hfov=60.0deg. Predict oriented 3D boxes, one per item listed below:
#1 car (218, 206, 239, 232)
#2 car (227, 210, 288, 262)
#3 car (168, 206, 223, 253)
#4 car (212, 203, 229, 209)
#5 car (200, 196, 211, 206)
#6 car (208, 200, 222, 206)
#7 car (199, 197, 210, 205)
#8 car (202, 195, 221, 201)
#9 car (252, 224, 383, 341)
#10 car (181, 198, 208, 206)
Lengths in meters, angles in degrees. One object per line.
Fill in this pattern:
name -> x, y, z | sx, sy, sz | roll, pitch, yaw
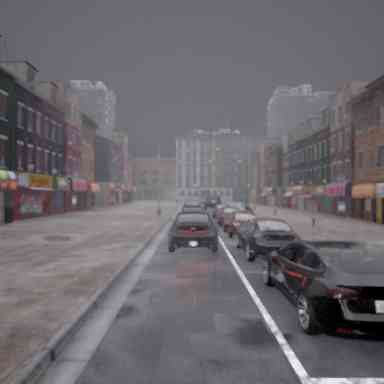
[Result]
car -> 2.602, 1.626, 17.557 | 1.802, 1.307, 4.206 | 1, 0, 0
car -> 2.616, 1.580, 12.054 | 2.008, 1.369, 4.403 | 1, 0, 0
car -> 0.049, 1.537, 13.812 | 1.837, 1.490, 4.892 | 0, 0, 0
car -> 2.589, 1.642, 23.061 | 1.802, 1.307, 4.206 | 1, 0, 0
car -> 2.496, 1.637, 61.586 | 1.967, 1.590, 4.097 | 0, 0, 0
car -> 2.575, 1.659, 28.565 | 1.802, 1.307, 4.206 | 1, 0, 0
car -> 2.482, 1.771, 67.090 | 2.008, 1.369, 4.403 | 0, 0, 0
car -> 2.645, 1.352, 43.433 | 2.150, 2.045, 5.566 | 0, 0, 0
car -> 2.629, 1.581, 6.551 | 1.947, 1.339, 4.313 | 1, 0, 0
car -> 0.014, 1.572, 29.701 | 2.128, 1.511, 4.902 | 0, 0, 0
